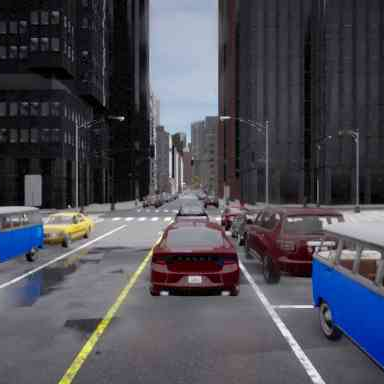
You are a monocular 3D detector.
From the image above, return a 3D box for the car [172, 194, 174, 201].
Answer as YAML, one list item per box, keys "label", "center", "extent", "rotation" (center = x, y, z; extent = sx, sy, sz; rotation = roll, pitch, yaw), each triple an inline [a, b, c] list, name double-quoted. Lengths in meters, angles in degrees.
- label: "car"
  center: [-5.796, 1.588, 75.618]
  extent: [1.752, 1.417, 4.829]
  rotation: [0, 0, 0]

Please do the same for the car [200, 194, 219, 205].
- label: "car"
  center: [2.740, 1.334, 47.566]
  extent: [2.192, 1.841, 5.009]
  rotation: [0, 0, 0]

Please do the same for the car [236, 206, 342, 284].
- label: "car"
  center: [2.758, 1.315, 9.474]
  extent: [2.192, 1.841, 5.009]
  rotation: [0, 0, 0]

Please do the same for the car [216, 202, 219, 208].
- label: "car"
  center: [2.752, 1.547, 20.525]
  extent: [1.887, 1.381, 4.507]
  rotation: [0, 0, 0]

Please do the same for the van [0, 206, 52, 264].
- label: "van"
  center: [-5.772, 1.341, 9.483]
  extent: [1.690, 1.788, 3.998]
  rotation: [0, 0, 0]

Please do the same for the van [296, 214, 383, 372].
- label: "van"
  center: [2.761, 1.341, 3.948]
  extent: [1.690, 1.788, 3.998]
  rotation: [0, 0, 0]

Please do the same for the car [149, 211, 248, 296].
- label: "car"
  center: [0.064, 1.477, 8.664]
  extent: [1.882, 1.535, 5.008]
  rotation: [0, 0, 0]

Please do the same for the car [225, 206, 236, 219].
- label: "car"
  center: [2.755, 1.551, 15.000]
  extent: [2.008, 1.369, 4.403]
  rotation: [0, 0, 0]

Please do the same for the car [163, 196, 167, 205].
- label: "car"
  center: [-5.788, 1.340, 53.216]
  extent: [2.192, 1.841, 5.009]
  rotation: [0, 0, 0]

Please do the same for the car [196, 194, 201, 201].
- label: "car"
  center: [2.725, 1.636, 87.072]
  extent: [1.887, 1.381, 4.507]
  rotation: [0, 0, 0]

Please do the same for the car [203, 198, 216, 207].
- label: "car"
  center: [2.738, 1.591, 53.210]
  extent: [1.947, 1.339, 4.313]
  rotation: [0, 0, 0]

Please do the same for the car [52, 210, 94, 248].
- label: "car"
  center: [-5.772, 1.526, 14.838]
  extent: [1.752, 1.417, 4.829]
  rotation: [0, 0, 0]

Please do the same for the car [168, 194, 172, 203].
- label: "car"
  center: [-5.794, 1.617, 70.145]
  extent: [1.947, 1.339, 4.313]
  rotation: [0, 0, 0]

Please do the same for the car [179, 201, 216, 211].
- label: "car"
  center: [-0.005, 1.493, 19.073]
  extent: [2.128, 1.511, 4.902]
  rotation: [0, 0, 0]

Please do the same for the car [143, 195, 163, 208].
- label: "car"
  center: [-5.785, 1.335, 47.572]
  extent: [2.192, 1.841, 5.009]
  rotation: [0, 0, 0]
